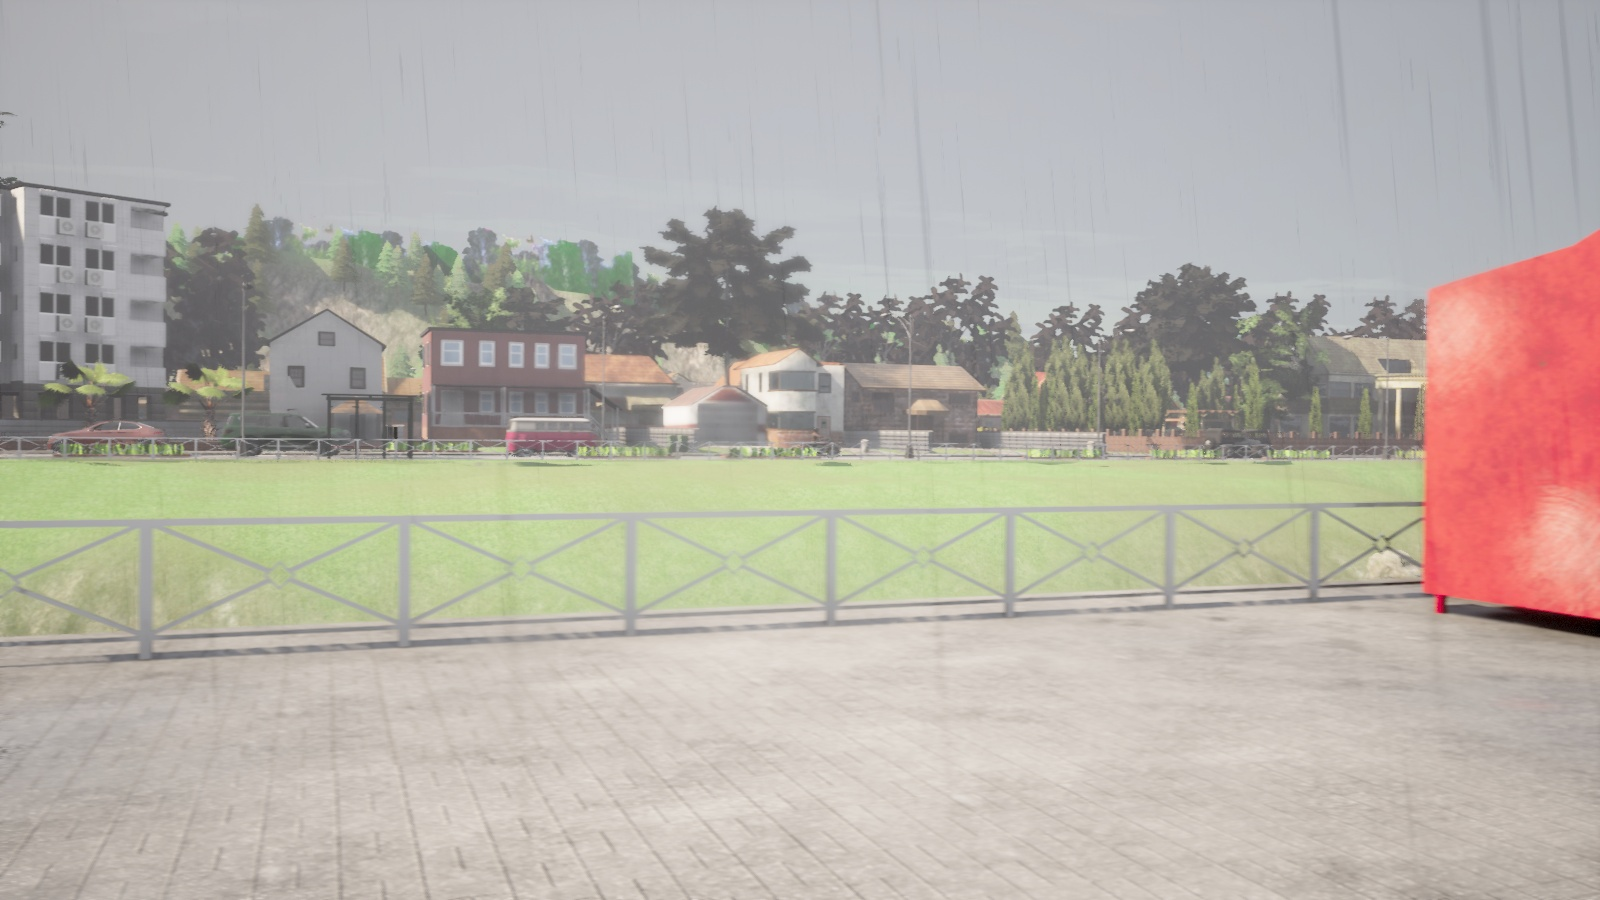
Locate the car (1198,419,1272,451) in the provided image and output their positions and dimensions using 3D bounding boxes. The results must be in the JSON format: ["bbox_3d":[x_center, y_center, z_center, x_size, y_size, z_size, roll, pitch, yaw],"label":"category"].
[{"bbox_3d":[26.105,-0.915,75.394,3.866,1.878,1.905,-1,1,-21],"label":"car"}]

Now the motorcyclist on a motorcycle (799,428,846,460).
[{"bbox_3d":[1.163,-0.337,65.933,2.350,1.649,0.766,-1,1,-21],"label":"motorcyclist on a motorcycle"}]

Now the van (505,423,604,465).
[{"bbox_3d":[-11.919,-0.312,60.968,4.442,1.987,1.775,-1,1,-21],"label":"van"}]

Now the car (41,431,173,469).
[{"bbox_3d":[-31.764,-0.019,57.718,5.027,1.651,2.152,-1,1,-21],"label":"car"}]

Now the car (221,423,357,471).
[{"bbox_3d":[-23.006,-0.158,56.760,5.566,2.045,2.150,-1,1,-21],"label":"car"}]

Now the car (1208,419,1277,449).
[{"bbox_3d":[28.395,-1.024,80.541,3.866,1.878,1.905,-1,1,-21],"label":"car"}]
